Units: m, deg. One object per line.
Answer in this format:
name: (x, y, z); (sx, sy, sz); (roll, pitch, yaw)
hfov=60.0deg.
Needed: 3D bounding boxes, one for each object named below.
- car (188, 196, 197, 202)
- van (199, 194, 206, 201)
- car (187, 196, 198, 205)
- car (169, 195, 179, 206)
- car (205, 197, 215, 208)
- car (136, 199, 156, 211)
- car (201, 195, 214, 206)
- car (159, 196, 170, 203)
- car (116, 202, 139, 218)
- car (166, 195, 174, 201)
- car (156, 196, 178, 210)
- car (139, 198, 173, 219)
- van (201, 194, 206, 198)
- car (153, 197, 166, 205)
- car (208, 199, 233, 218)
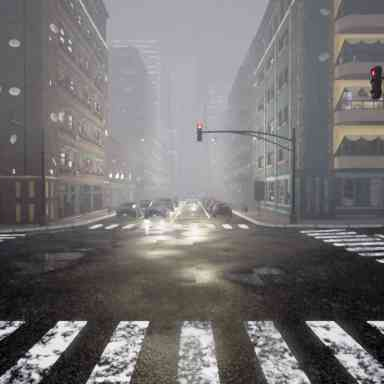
car: (0.052, 1.451, 69.792); (1.895, 1.301, 4.718); (0, 0, 0)
van: (2.745, 1.377, 85.534); (1.690, 1.788, 3.998); (-1, 0, 0)
car: (0.044, 1.542, 59.757); (1.812, 1.442, 4.674); (0, 0, 0)
car: (-3.048, 1.502, 51.497); (2.128, 1.511, 4.902); (0, 0, 0)
car: (2.711, 1.570, 35.822); (1.947, 1.339, 4.313); (0, 0, 0)
car: (-5.666, 1.572, 41.364); (1.947, 1.339, 4.313); (0, 0, 0)
car: (2.719, 1.554, 46.869); (1.887, 1.381, 4.507); (0, 0, 0)
car: (-5.646, 1.604, 68.982); (1.802, 1.307, 4.206); (0, 0, 0)
car: (-5.674, 1.568, 30.317); (1.947, 1.339, 4.313); (0, 0, 0)
car: (-5.635, 1.561, 85.382); (1.752, 1.417, 4.829); (0, 0, 0)
car: (-3.068, 1.510, 39.941); (1.837, 1.490, 4.892); (0, 0, 0)
car: (-3.079, 1.549, 29.823); (2.033, 1.411, 5.357); (0, 0, 0)
van: (2.721, 1.353, 52.393); (1.690, 1.788, 3.998); (0, 0, 0)
car: (-5.654, 1.560, 57.935); (1.887, 1.381, 4.507); (0, 0, 0)
car: (2.707, 1.584, 30.299); (1.802, 1.307, 4.206); (0, 0, 0)
